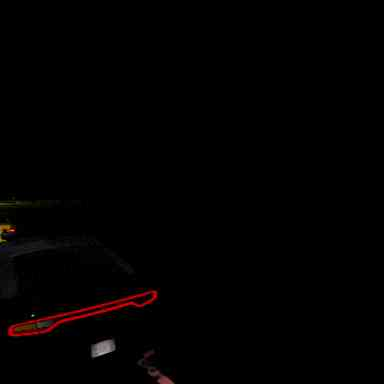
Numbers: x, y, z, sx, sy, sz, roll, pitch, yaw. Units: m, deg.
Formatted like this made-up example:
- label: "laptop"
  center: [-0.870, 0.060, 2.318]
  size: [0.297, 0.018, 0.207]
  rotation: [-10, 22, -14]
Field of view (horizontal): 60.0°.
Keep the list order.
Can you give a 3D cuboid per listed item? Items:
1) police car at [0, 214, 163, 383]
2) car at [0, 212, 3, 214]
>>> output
- label: "police car"
  center: [-2.451, 1.363, 5.413]
  size: [1.930, 1.638, 5.238]
  rotation: [-3, 2, -37]
- label: "car"
  center: [-8.445, 1.386, 13.481]
  size: [1.801, 1.575, 5.366]
  rotation: [-3, 2, -36]
